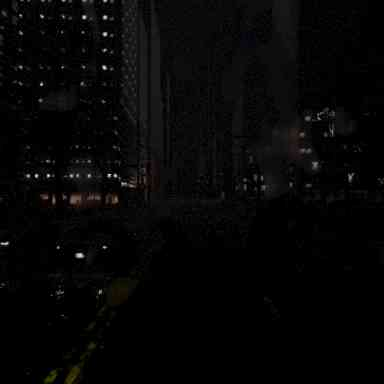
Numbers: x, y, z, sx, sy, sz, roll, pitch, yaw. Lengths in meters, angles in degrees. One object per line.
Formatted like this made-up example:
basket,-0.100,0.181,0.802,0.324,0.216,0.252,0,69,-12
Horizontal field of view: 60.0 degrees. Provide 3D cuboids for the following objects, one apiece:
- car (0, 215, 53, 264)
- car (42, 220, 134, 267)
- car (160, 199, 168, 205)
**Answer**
car,-6.595,1.654,12.566,2.128,1.511,4.902,0,-1,0
car,-3.345,1.718,11.884,1.994,1.385,4.181,0,-1,0
car,-7.330,2.552,87.118,1.812,1.442,4.674,0,-1,-1
